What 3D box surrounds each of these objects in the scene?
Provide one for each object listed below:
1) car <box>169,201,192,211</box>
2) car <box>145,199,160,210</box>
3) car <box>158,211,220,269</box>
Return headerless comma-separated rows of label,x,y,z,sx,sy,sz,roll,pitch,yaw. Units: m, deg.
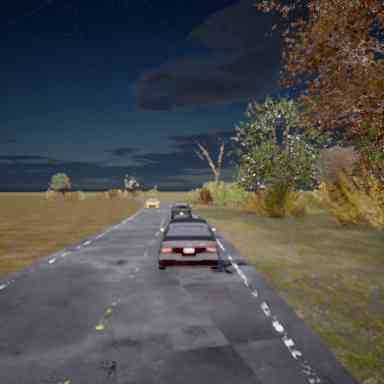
car,-1.052,1.645,31.403,1.837,1.490,4.892,0,0,-4
car,-5.565,1.691,47.249,1.882,1.535,5.008,0,0,-6
car,-0.124,1.600,11.292,2.033,1.411,5.357,0,0,-1
